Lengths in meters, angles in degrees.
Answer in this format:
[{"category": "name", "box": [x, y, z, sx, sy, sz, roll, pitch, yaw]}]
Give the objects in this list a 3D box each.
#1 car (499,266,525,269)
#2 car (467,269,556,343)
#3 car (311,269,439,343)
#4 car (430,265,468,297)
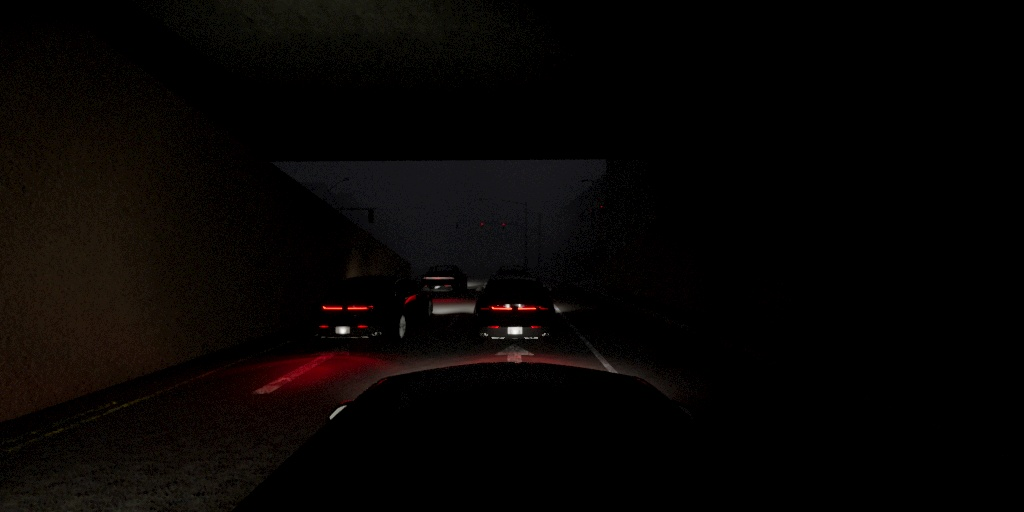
[{"category": "car", "box": [0.008, 1.255, 19.049, 1.837, 1.490, 4.892, 0, 0, 0]}, {"category": "car", "box": [0.051, 1.255, 9.639, 1.837, 1.490, 4.892, 0, 0, 0]}, {"category": "car", "box": [-3.450, 1.255, 9.695, 1.837, 1.490, 4.892, 0, 0, 0]}, {"category": "car", "box": [-3.488, 1.241, 19.012, 2.128, 1.511, 4.902, 0, 0, -1]}]
